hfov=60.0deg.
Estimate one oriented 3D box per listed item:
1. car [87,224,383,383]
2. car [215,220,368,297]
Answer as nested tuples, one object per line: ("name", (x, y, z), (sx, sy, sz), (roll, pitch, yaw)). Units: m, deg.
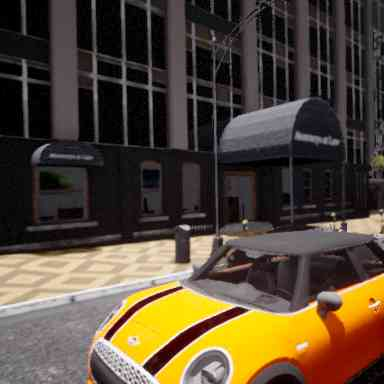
("car", (1.063, 1.381, 4.272), (4.553, 1.767, 2.097), (0, -1, -39))
("car", (2.916, 1.620, 9.281), (4.313, 1.339, 1.947), (0, -1, -39))
